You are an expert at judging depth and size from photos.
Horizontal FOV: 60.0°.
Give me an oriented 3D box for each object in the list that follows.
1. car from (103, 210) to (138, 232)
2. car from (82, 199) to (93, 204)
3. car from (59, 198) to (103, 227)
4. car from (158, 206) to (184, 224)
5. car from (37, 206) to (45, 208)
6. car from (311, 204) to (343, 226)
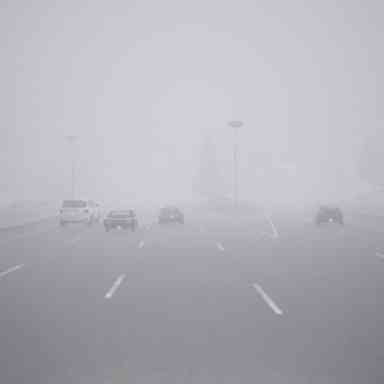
[{"bbox_3d":[-4.662,1.864,22.371,1.895,1.301,4.718,0,-1,-6],"label":"car"},{"bbox_3d":[-28.623,2.592,91.006,1.837,1.490,4.892,0,-1,-28],"label":"car"},{"bbox_3d":[-8.550,1.537,25.629,2.150,2.045,5.566,0,0,-7],"label":"car"},{"bbox_3d":[-1.833,1.875,27.861,1.994,1.385,4.181,0,-1,-8],"label":"car"},{"bbox_3d":[-26.959,2.313,59.293,1.994,1.385,4.181,0,-1,-17],"label":"car"},{"bbox_3d":[10.567,1.745,26.036,1.837,1.490,4.892,-1,0,16],"label":"car"}]
